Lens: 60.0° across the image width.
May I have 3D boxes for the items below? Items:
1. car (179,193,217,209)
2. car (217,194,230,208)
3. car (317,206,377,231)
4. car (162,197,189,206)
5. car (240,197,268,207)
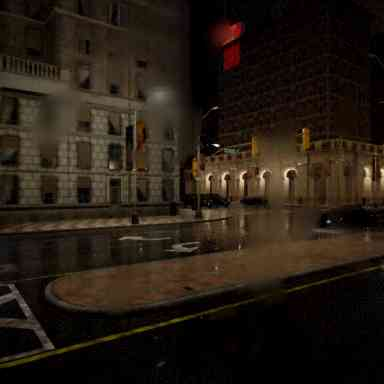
[{"bbox_3d":[0.584,1.220,45.934,2.150,2.045,5.566,0,0,-35],"label":"car"},{"bbox_3d":[3.074,1.220,48.473,2.150,2.045,5.566,0,0,-36],"label":"car"},{"bbox_3d":[9.626,1.563,20.606,4.181,1.385,1.994,0,0,-35],"label":"car"},{"bbox_3d":[-2.846,1.546,56.842,2.033,1.411,5.357,0,0,-34],"label":"car"},{"bbox_3d":[9.614,1.490,51.677,2.128,1.511,4.902,0,0,-36],"label":"car"}]
